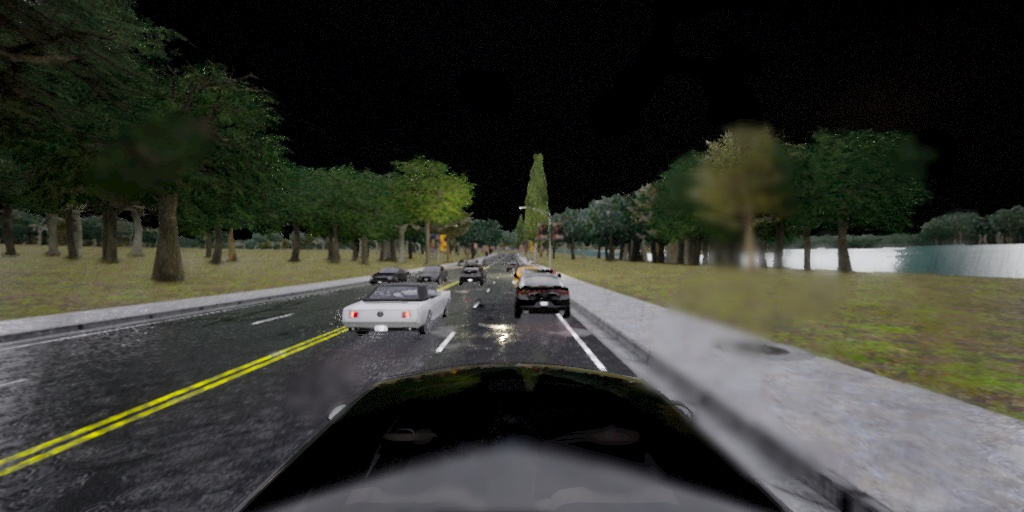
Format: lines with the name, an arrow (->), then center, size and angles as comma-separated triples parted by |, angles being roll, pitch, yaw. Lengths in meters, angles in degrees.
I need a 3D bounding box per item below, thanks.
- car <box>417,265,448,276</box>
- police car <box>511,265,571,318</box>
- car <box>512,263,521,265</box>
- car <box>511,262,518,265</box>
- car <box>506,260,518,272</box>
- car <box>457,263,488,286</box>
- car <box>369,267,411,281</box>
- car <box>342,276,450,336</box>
car -> -6.499, 1.537, 29.577 | 1.837, 1.490, 4.892 | 0, 0, 0
police car -> 1.021, 1.314, 13.845 | 1.930, 1.638, 5.238 | 0, -1, 0
car -> 1.056, 1.467, 23.731 | 1.882, 1.535, 5.008 | 0, 0, 0
car -> 1.076, 1.499, 29.728 | 1.882, 1.535, 5.008 | 0, 0, 0
car -> 0.185, 1.472, 50.312 | 1.837, 1.490, 4.892 | 0, 0, 1
car -> -3.052, 1.529, 28.667 | 1.837, 1.490, 4.892 | 0, 0, 0
car -> -9.751, 1.582, 29.169 | 2.033, 1.411, 5.357 | 0, 0, 0
car -> -3.115, 1.460, 10.799 | 1.895, 1.301, 4.718 | 0, -1, 0
